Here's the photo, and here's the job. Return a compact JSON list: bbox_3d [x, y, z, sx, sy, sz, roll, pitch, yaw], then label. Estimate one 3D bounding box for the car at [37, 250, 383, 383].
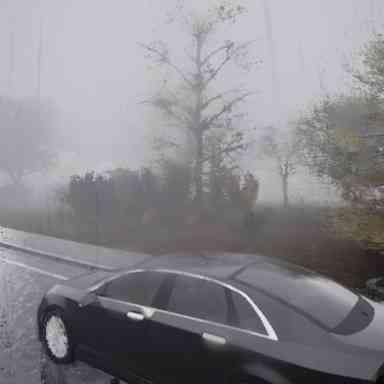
[{"bbox_3d":[-0.039,1.515,4.172,4.892,1.490,1.837,0,0,37],"label":"car"}]
